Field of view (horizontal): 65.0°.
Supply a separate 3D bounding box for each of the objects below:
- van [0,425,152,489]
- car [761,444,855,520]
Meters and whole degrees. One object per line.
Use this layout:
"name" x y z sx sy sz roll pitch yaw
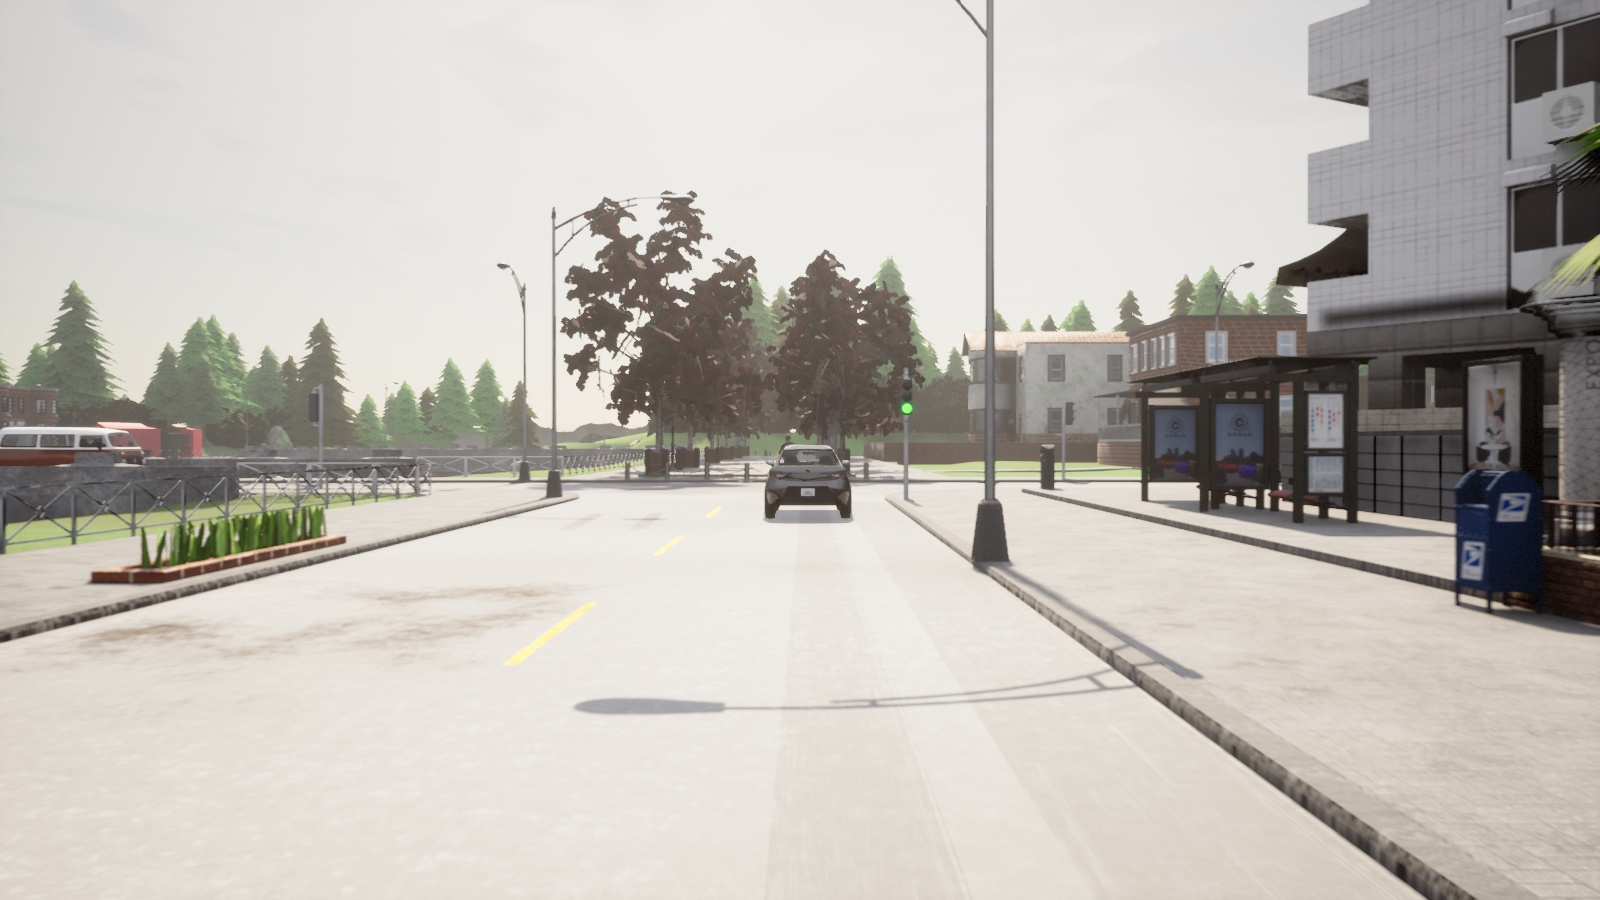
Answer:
"van" -23.936 0.220 41.000 4.480 2.038 2.069 0 0 0
"car" 0.167 0.611 26.424 1.816 1.474 4.193 0 0 0
